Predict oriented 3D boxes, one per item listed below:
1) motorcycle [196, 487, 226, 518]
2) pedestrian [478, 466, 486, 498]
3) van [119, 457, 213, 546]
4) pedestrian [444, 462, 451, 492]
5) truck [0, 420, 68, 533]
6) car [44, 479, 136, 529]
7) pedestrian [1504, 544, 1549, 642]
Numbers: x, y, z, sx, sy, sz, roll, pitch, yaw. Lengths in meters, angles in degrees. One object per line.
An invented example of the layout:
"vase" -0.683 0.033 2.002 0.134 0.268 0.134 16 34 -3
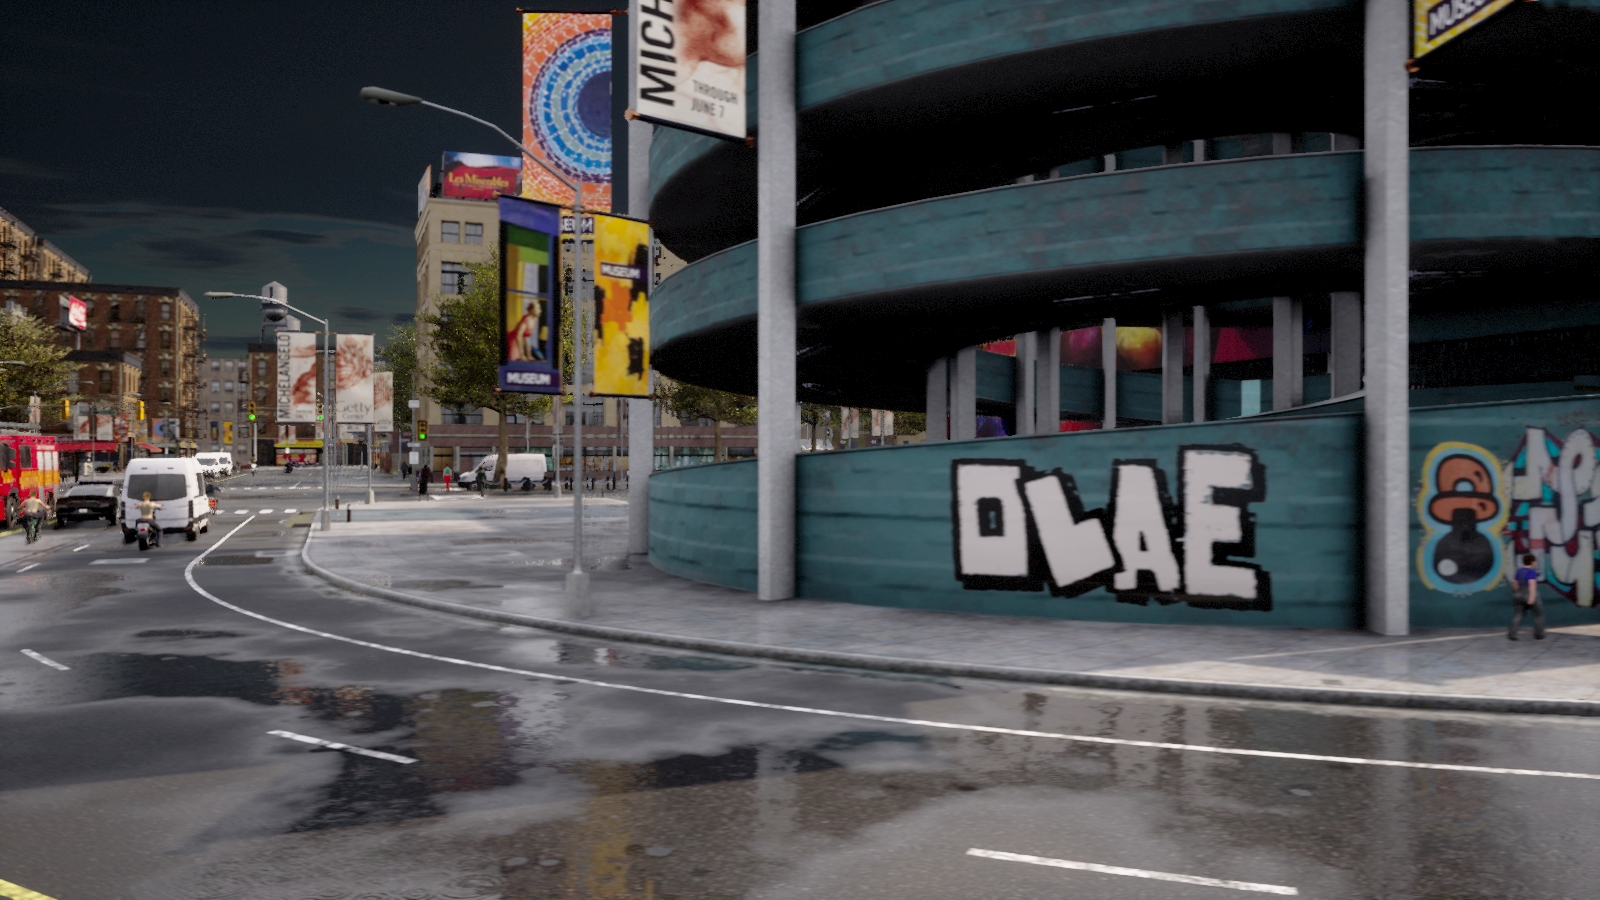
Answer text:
"motorcycle" -24.891 2.193 48.307 0.856 1.236 1.805 1 0 -19
"pedestrian" -18.746 1.867 67.372 0.375 1.860 0.375 0 0 -21
"van" -20.345 1.544 36.897 1.988 2.561 5.915 0 0 -22
"pedestrian" -22.419 1.723 72.699 0.375 1.860 0.375 0 0 -28
"truck" -29.852 0.900 42.393 2.891 3.827 8.468 0 0 -21
"car" -26.905 1.992 43.485 2.097 1.638 5.238 0 0 -22
"pedestrian" 10.120 1.982 15.915 0.375 1.300 0.375 0 0 -20
